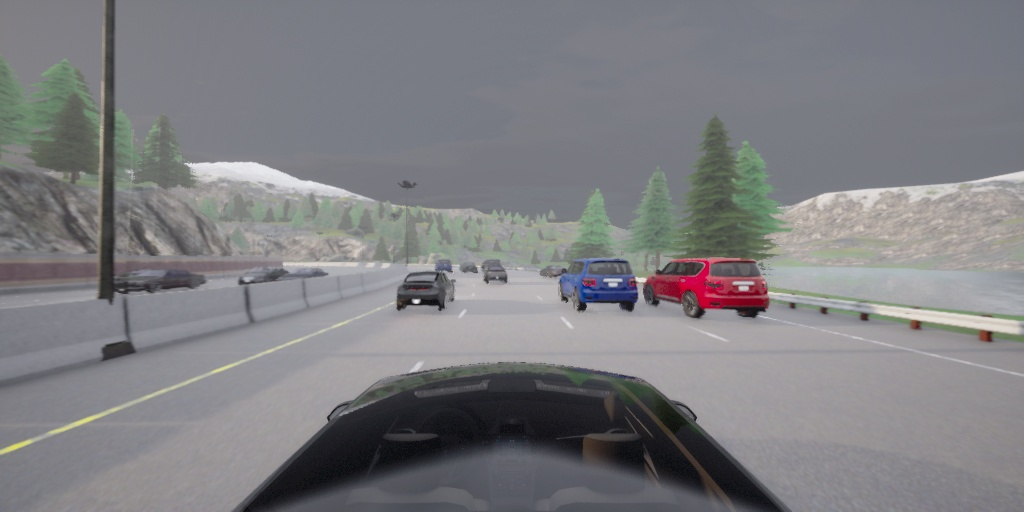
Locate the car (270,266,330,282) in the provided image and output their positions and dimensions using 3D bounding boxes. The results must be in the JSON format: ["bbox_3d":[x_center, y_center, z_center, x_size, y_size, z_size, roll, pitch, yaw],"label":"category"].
[{"bbox_3d":[-15.311,1.567,26.738,2.033,1.411,5.357,0,-1,-7],"label":"car"}]

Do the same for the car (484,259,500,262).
[{"bbox_3d":[-3.264,1.550,55.306,2.150,2.045,5.566,0,-1,-18],"label":"car"}]

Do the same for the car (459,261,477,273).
[{"bbox_3d":[-6.672,1.665,54.051,2.097,1.767,4.553,0,-1,-17],"label":"car"}]

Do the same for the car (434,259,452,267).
[{"bbox_3d":[-10.546,1.546,54.933,2.150,2.045,5.566,0,0,-18],"label":"car"}]

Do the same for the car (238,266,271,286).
[{"bbox_3d":[-19.005,1.521,27.734,2.128,1.511,4.902,0,-1,-8],"label":"car"}]

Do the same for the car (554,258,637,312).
[{"bbox_3d":[3.441,1.119,15.259,2.150,2.045,5.566,0,0,-2],"label":"car"}]

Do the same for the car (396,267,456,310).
[{"bbox_3d":[-3.597,1.405,15.499,1.837,1.490,4.892,0,0,-3],"label":"car"}]

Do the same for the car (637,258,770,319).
[{"bbox_3d":[6.992,1.101,13.631,2.150,2.045,5.566,0,0,-2],"label":"car"}]

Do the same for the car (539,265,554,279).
[{"bbox_3d":[4.396,1.694,38.514,2.033,1.411,5.357,0,-1,-11],"label":"car"}]

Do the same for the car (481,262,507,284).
[{"bbox_3d":[-1.576,1.562,31.460,2.128,1.511,4.902,0,-1,-9],"label":"car"}]

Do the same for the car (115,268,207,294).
[{"bbox_3d":[-21.855,1.520,22.473,2.033,1.411,5.357,0,-1,-6],"label":"car"}]
